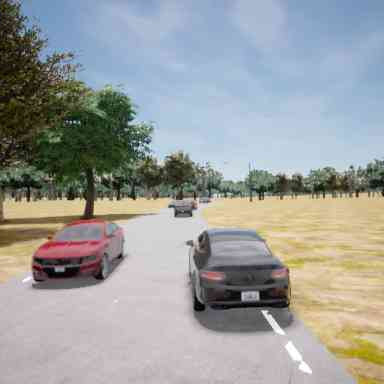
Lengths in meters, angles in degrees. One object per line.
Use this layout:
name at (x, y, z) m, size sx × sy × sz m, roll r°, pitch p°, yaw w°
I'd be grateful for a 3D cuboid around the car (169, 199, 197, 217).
car at (-0.872, 1.743, 35.249) m, size 2.128 × 1.511 × 4.902 m, roll -2°, pitch 0°, yaw 0°

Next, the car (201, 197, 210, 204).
car at (2.864, 1.953, 77.386) m, size 2.128 × 1.511 × 4.902 m, roll -3°, pitch -1°, yaw 18°

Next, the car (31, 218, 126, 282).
car at (-3.397, 1.683, 10.800) m, size 1.882 × 1.535 × 5.008 m, roll -1°, pitch 0°, yaw -2°

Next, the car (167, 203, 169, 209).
car at (-2.657, 1.990, 54.157) m, size 2.033 × 1.411 × 5.357 m, roll -2°, pitch 0°, yaw 8°

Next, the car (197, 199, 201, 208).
car at (-0.340, 1.777, 47.279) m, size 1.882 × 1.535 × 5.008 m, roll -2°, pitch 0°, yaw 7°

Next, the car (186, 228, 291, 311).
car at (0.872, 1.565, 7.770) m, size 1.812 × 1.442 × 4.674 m, roll -1°, pitch 0°, yaw -2°
